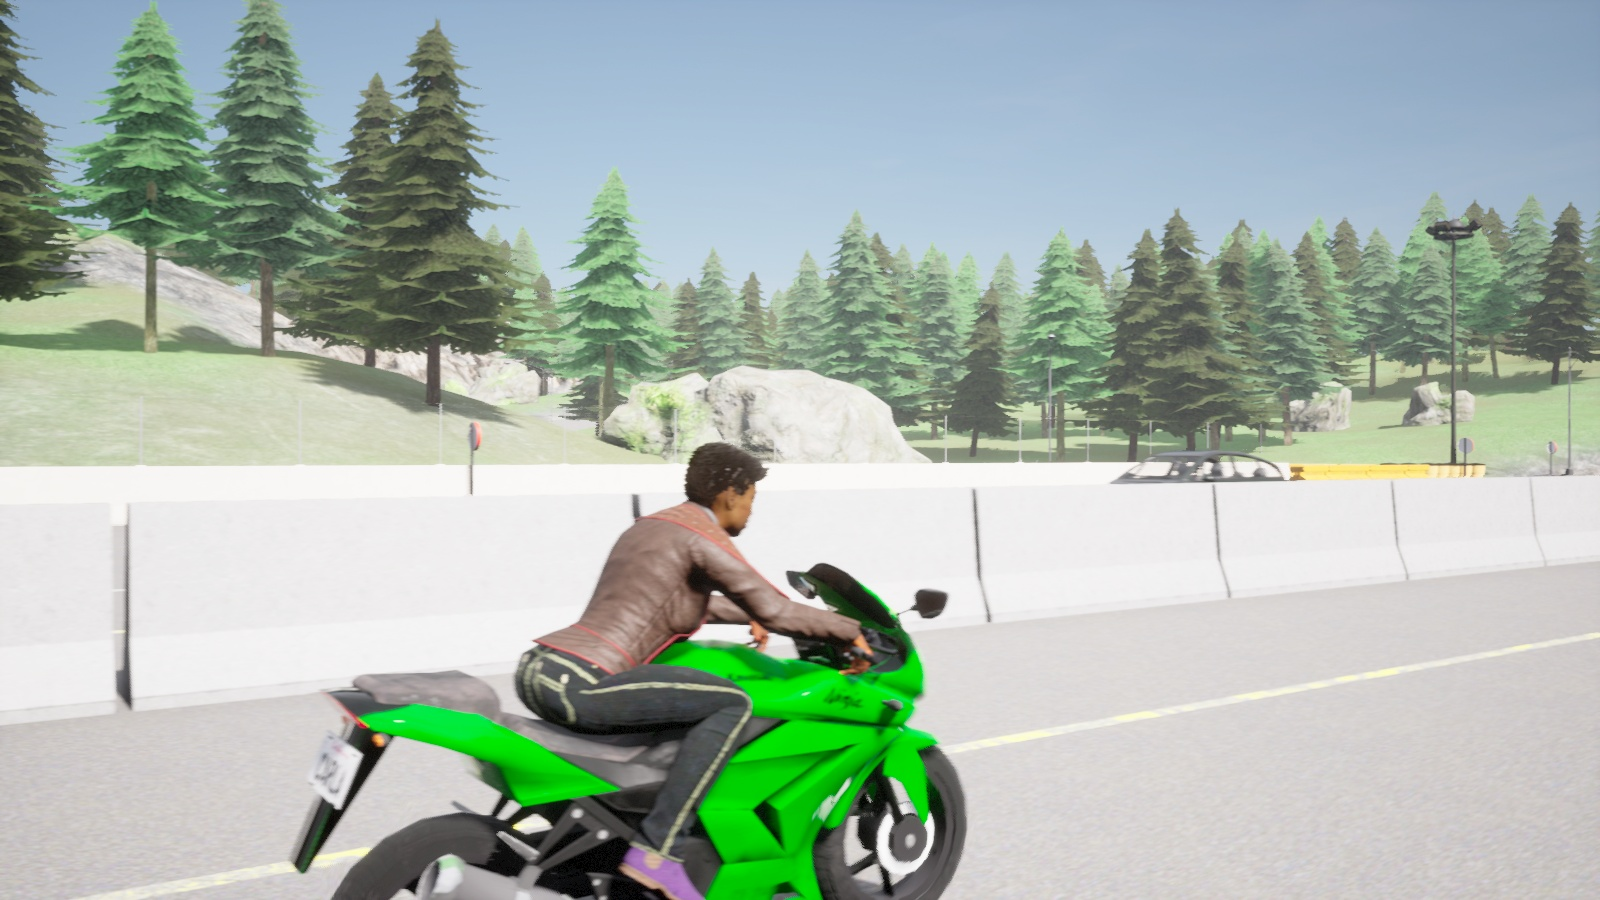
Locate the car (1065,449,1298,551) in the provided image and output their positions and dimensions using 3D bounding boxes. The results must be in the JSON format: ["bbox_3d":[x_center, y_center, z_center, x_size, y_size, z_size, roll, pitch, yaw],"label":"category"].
[{"bbox_3d":[6.381,0.760,20.893,3.705,1.549,1.789,0,0,-35],"label":"car"}]

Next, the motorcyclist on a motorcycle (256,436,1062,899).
[{"bbox_3d":[-0.303,0.738,3.448,2.044,1.523,0.797,-1,1,-35],"label":"motorcyclist on a motorcycle"}]
